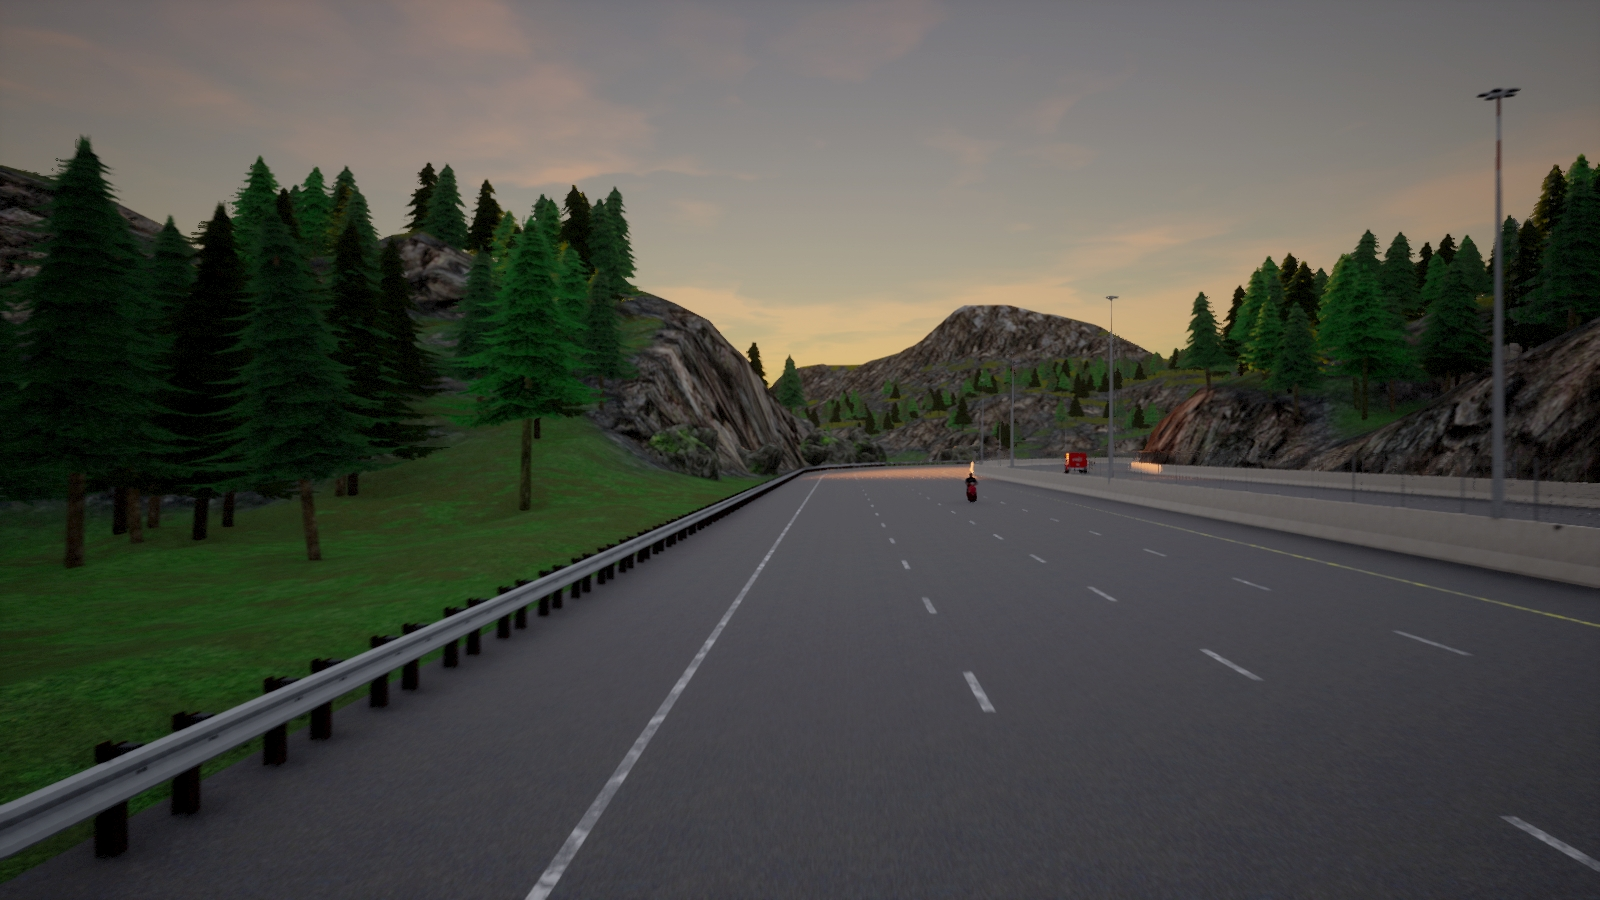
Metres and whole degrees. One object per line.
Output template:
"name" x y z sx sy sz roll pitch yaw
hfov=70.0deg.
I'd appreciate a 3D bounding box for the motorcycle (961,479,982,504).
"motorcycle" 8.970 2.187 59.869 0.856 1.236 1.805 0 0 2
